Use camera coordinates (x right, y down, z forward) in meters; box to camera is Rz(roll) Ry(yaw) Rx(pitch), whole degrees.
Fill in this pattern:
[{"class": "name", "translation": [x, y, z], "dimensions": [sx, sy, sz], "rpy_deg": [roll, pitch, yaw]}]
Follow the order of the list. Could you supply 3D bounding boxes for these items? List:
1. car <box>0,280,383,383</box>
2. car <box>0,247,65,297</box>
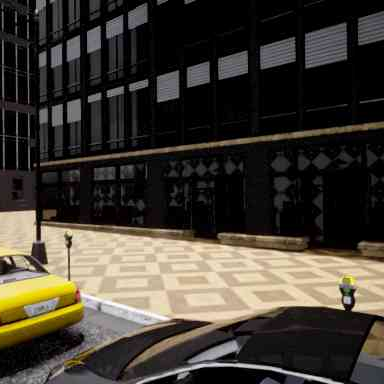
[{"class": "car", "translation": [0.725, 1.566, 2.329], "dimensions": [4.313, 1.339, 1.947], "rpy_deg": [0, -1, 35]}, {"class": "car", "translation": [-3.911, 1.527, 5.840], "dimensions": [4.829, 1.417, 1.752], "rpy_deg": [0, -1, 35]}]
